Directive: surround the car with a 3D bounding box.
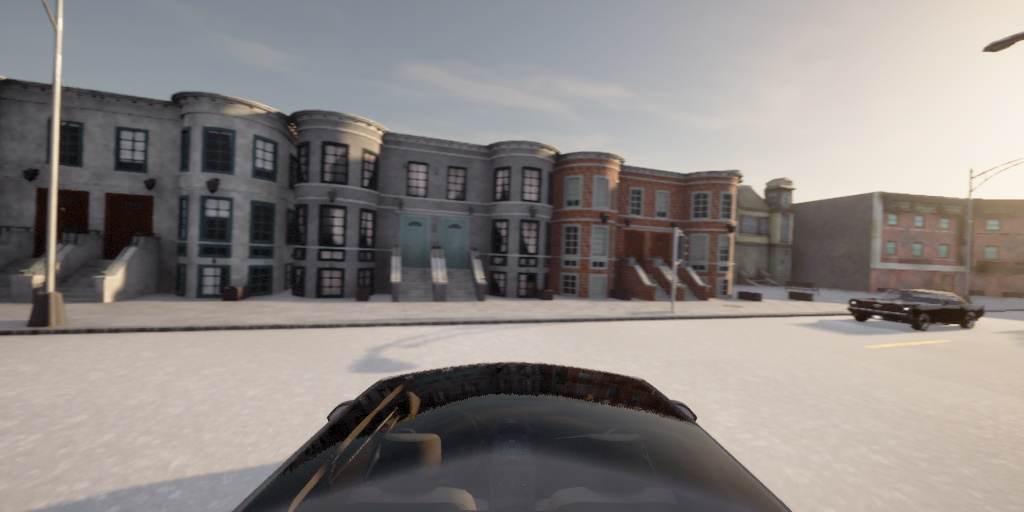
[{"bbox_3d":[14.952,1.916,13.328,4.718,1.301,1.895,2,0,-19],"label":"car"}]
